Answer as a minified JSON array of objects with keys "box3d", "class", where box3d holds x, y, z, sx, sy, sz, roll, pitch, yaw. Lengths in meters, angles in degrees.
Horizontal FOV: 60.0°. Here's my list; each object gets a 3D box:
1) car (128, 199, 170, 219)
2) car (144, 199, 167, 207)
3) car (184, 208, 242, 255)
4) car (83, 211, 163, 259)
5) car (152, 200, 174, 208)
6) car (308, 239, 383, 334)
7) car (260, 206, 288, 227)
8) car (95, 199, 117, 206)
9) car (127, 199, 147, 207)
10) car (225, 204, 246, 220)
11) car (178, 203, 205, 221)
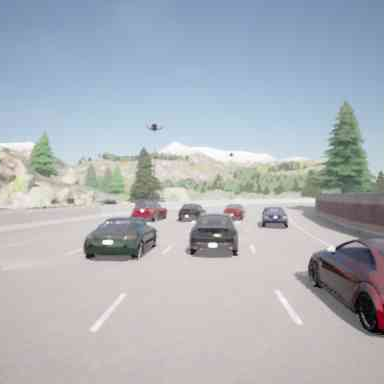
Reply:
[{"box3d":[-3.616,1.596,29.190,2.097,1.767,4.553,0,-1,12],"class":"car"},{"box3d":[-6.976,2.035,63.952,2.128,1.511,4.902,0,-1,25],"class":"car"},{"box3d":[0.984,1.635,14.068,1.837,1.490,4.892,0,0,6],"class":"car"},{"box3d":[-2.628,1.670,13.122,1.994,1.385,4.181,0,-1,5],"class":"car"},{"box3d":[-5.089,2.107,59.593,1.895,1.301,4.718,0,-1,23],"class":"car"},{"box3d":[3.885,1.642,6.846,1.994,1.385,4.181,0,-1,3],"class":"car"},{"box3d":[6.202,1.797,25.212,2.033,1.411,5.357,0,-1,11],"class":"car"},{"box3d":[-15.791,1.970,61.193,2.128,1.511,4.902,0,-1,23],"class":"car"},{"box3d":[-10.611,2.086,64.429,1.994,1.385,4.181,0,-1,24],"class":"car"},{"box3d":[3.993,1.819,31.186,1.812,1.442,4.674,0,-1,14],"class":"car"},{"box3d":[0.090,1.770,29.839,1.837,1.490,4.892,0,-1,12],"class":"car"}]
